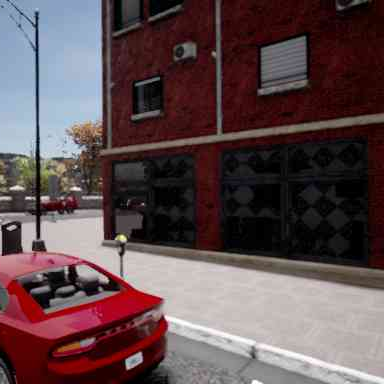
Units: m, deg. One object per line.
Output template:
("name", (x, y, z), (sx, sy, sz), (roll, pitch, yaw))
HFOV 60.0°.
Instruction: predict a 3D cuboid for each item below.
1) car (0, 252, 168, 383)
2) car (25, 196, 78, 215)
("car", (-2.386, 1.520, 4.593), (4.507, 1.381, 1.887), (0, -1, 36))
("car", (-13.851, 1.316, 33.211), (2.192, 1.841, 5.009), (-1, -1, 36))
